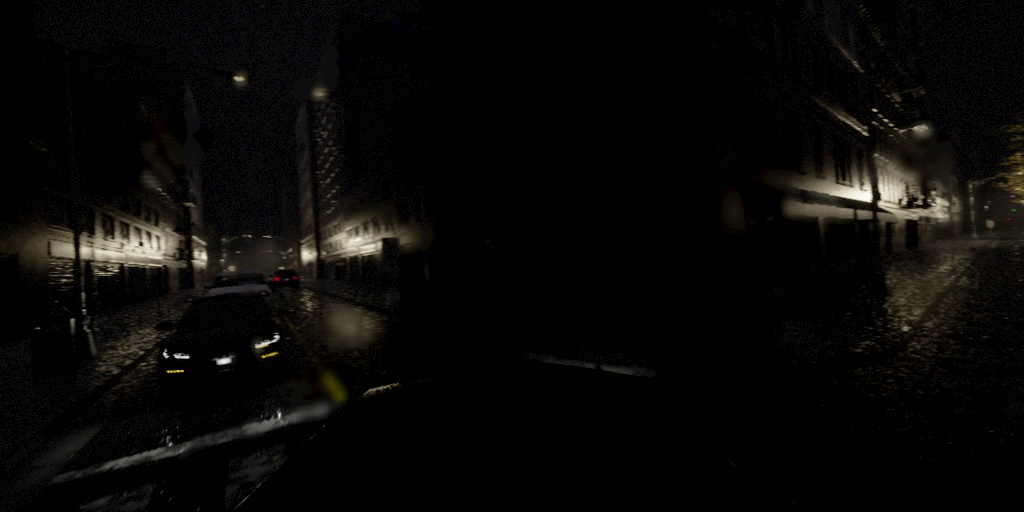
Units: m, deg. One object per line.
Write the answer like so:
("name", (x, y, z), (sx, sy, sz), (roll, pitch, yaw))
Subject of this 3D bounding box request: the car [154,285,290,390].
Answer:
("car", (-6.326, 1.626, 8.066), (1.837, 1.490, 4.892), (-3, 0, -36))

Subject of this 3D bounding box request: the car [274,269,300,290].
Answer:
("car", (-21.721, 2.292, 34.285), (2.150, 2.045, 5.566), (-3, 0, -35))

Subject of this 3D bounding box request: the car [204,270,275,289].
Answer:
("car", (-12.270, 1.700, 16.290), (2.150, 2.045, 5.566), (-3, 0, -35))
